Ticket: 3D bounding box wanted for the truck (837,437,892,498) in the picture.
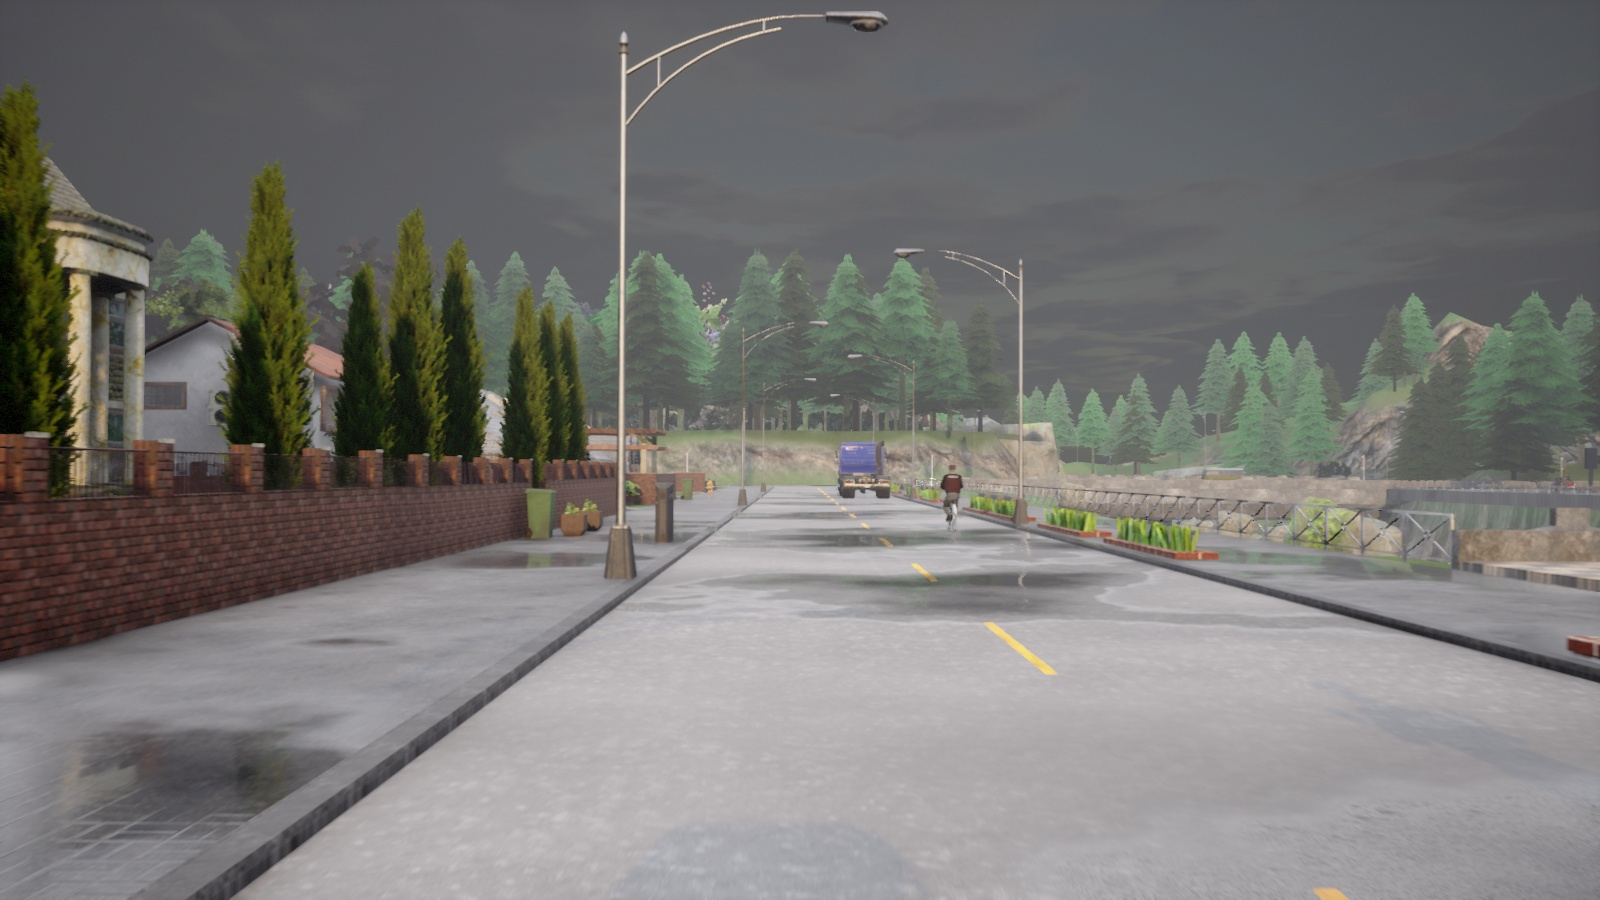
[{"bbox_3d":[3.818,1.085,75.735,2.891,3.462,7.936,0,-1,0],"label":"truck"}]
